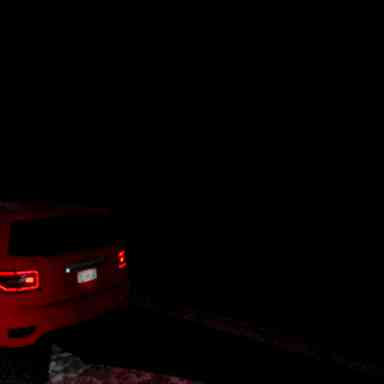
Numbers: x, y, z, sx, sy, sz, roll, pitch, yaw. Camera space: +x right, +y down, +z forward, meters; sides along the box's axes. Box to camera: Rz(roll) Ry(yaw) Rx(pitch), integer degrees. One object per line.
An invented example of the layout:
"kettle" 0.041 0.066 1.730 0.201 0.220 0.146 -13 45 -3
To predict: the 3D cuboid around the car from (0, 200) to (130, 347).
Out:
"car" -3.555 1.154 5.914 5.566 2.045 2.150 1 0 35
